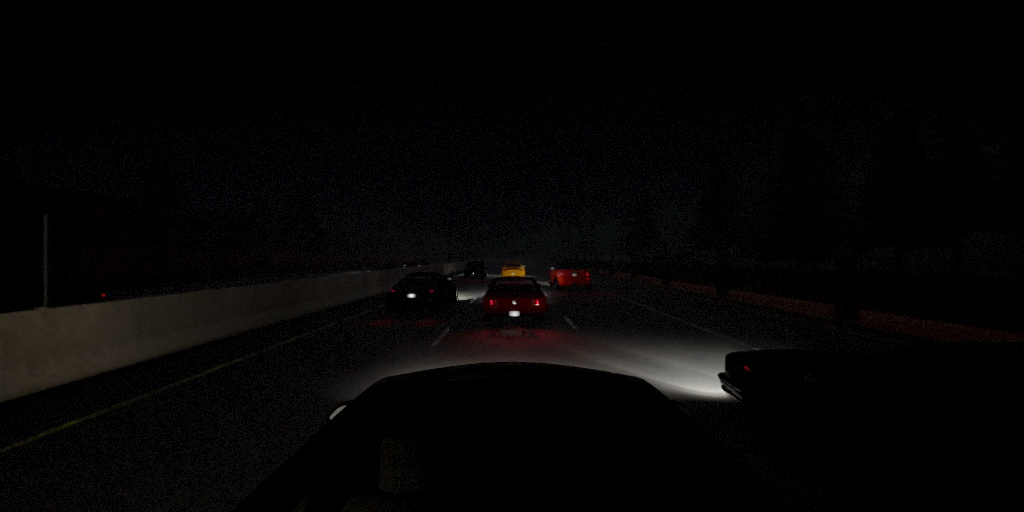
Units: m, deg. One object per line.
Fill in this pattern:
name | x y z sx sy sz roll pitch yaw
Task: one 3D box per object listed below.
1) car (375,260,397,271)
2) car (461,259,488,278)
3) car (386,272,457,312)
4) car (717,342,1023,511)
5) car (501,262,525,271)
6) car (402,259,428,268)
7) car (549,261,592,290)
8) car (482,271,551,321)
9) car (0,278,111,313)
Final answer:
car | -17.575 1.238 50.474 1.882 1.535 5.008 0 0 0
car | -3.409 1.261 34.009 1.837 1.490 4.892 0 0 0
car | -3.404 1.317 14.147 1.994 1.385 4.181 0 0 0
car | 3.599 1.297 2.189 2.033 1.411 5.357 0 0 0
car | 0.093 1.233 30.320 1.882 1.535 5.008 0 0 0
car | -10.599 1.109 39.754 2.097 1.767 4.553 0 0 0
car | 3.595 1.106 22.777 2.097 1.767 4.553 0 0 0
car | 0.080 1.353 12.419 1.895 1.301 4.718 0 0 0
car | -14.103 1.300 9.316 2.033 1.411 5.357 0 0 0
